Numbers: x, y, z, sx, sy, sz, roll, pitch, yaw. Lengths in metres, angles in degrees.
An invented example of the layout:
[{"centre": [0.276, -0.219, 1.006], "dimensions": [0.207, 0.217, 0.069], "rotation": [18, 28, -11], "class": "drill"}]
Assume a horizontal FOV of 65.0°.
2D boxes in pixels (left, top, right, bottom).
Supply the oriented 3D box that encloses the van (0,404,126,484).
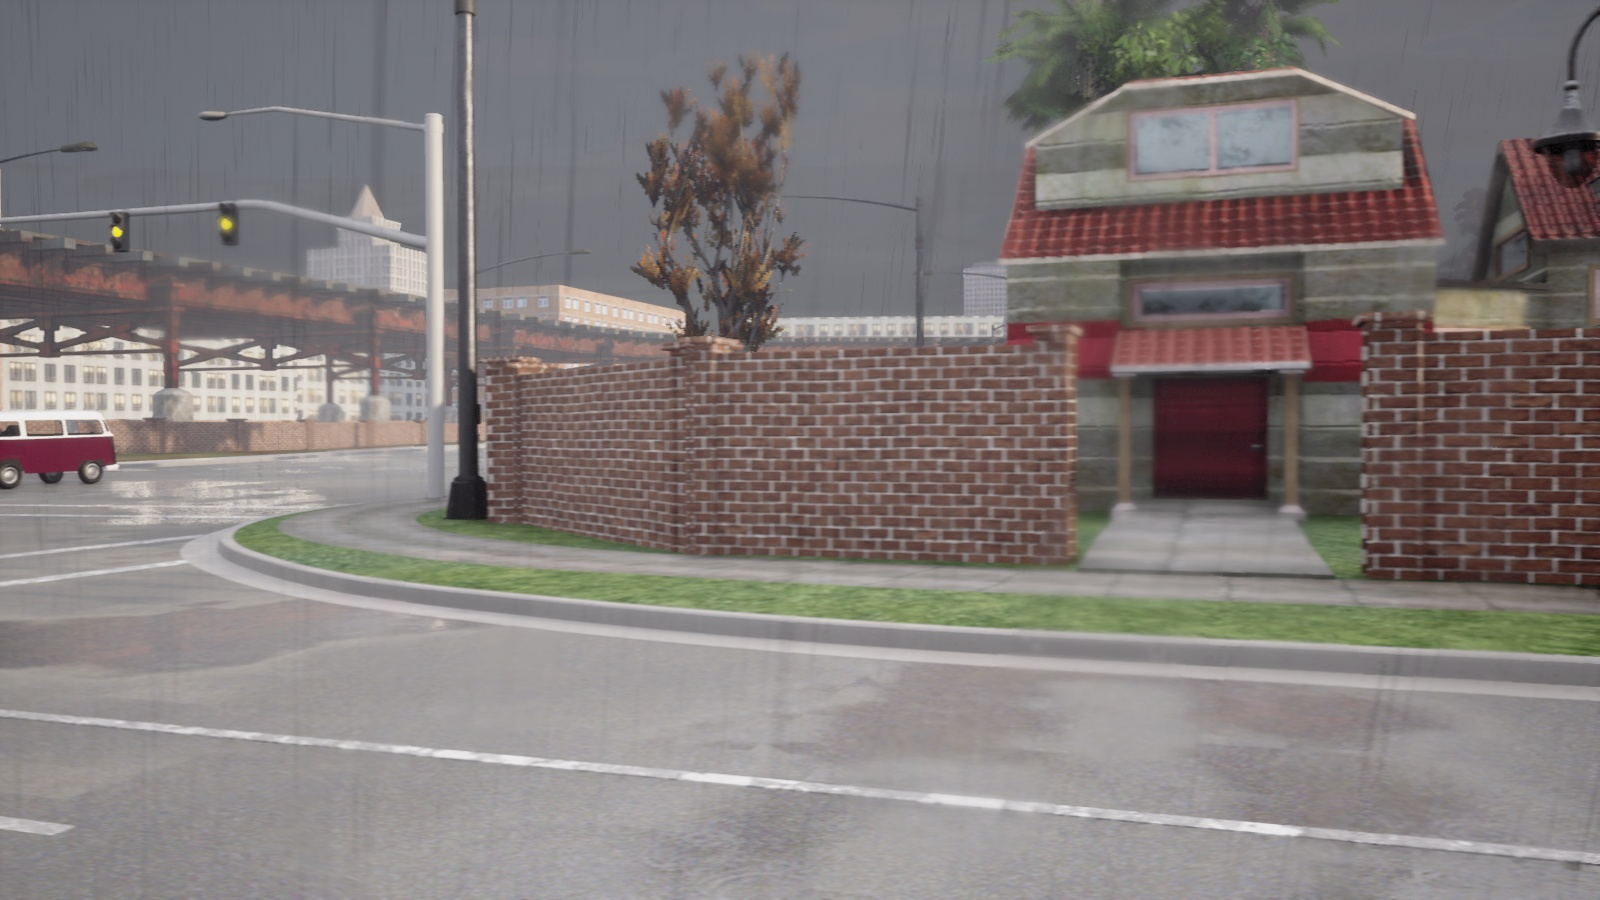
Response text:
[{"centre": [-20.902, -0.196, 33.908], "dimensions": [2.069, 2.038, 4.480], "rotation": [1, 2, 20], "class": "van"}]
